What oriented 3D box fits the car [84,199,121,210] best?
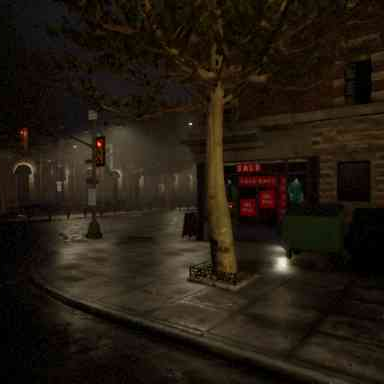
[{"bbox_3d":[-12.075,1.595,45.081,1.895,1.301,4.718,0,0,36],"label":"car"}]

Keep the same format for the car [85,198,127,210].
[{"bbox_3d":[-10.458,1.491,41.949,2.128,1.511,4.902,0,0,36],"label":"car"}]

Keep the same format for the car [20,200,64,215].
[{"bbox_3d":[-15.664,1.564,34.784,1.994,1.385,4.181,0,0,36],"label":"car"}]

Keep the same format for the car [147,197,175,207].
[{"bbox_3d":[-4.568,1.477,50.038,1.882,1.535,5.008,0,0,36],"label":"car"}]
